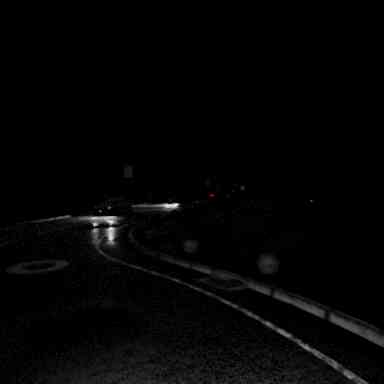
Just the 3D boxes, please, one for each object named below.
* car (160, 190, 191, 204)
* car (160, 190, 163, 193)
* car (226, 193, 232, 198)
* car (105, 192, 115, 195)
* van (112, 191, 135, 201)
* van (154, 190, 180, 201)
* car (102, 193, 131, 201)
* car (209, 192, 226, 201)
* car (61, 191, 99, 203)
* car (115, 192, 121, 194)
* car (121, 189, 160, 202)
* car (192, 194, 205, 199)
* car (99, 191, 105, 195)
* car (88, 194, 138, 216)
[{"bbox_3d":[-2.226,0.817,46.812,2.128,1.511,4.902,-1,0,15],"label":"car"},{"bbox_3d":[-6.898,0.825,53.009,5.008,1.535,2.097,-1,0,15],"label":"car"},{"bbox_3d":[6.961,0.841,67.796,1.895,1.301,4.718,-1,0,15],"label":"car"},{"bbox_3d":[-17.564,0.777,60.567,5.566,2.045,2.435,-1,0,15],"label":"car"},{"bbox_3d":[-14.584,0.880,71.336,4.442,1.987,1.878,-1,-1,15],"label":"van"},{"bbox_3d":[-4.671,0.617,61.844,4.442,1.987,1.878,-1,-1,15],"label":"van"},{"bbox_3d":[-15.597,1.078,68.713,5.366,1.575,1.946,-1,-1,15],"label":"car"},{"bbox_3d":[4.201,0.710,57.717,1.837,1.490,4.892,-1,0,15],"label":"car"},{"bbox_3d":[-18.953,0.784,55.284,5.566,2.045,2.435,-1,0,15],"label":"car"},{"bbox_3d":[-16.286,1.055,66.143,5.366,1.575,1.946,-1,-1,15],"label":"car"},{"bbox_3d":[-7.698,0.706,50.080,4.553,1.767,2.185,-1,0,15],"label":"car"},{"bbox_3d":[2.163,0.535,62.603,2.033,1.411,5.357,-1,-1,15],"label":"car"},{"bbox_3d":[-18.292,1.031,57.871,4.892,1.521,2.231,-1,0,15],"label":"car"},{"bbox_3d":[-6.916,1.232,29.672,1.812,1.442,4.674,-1,2,16],"label":"car"}]
